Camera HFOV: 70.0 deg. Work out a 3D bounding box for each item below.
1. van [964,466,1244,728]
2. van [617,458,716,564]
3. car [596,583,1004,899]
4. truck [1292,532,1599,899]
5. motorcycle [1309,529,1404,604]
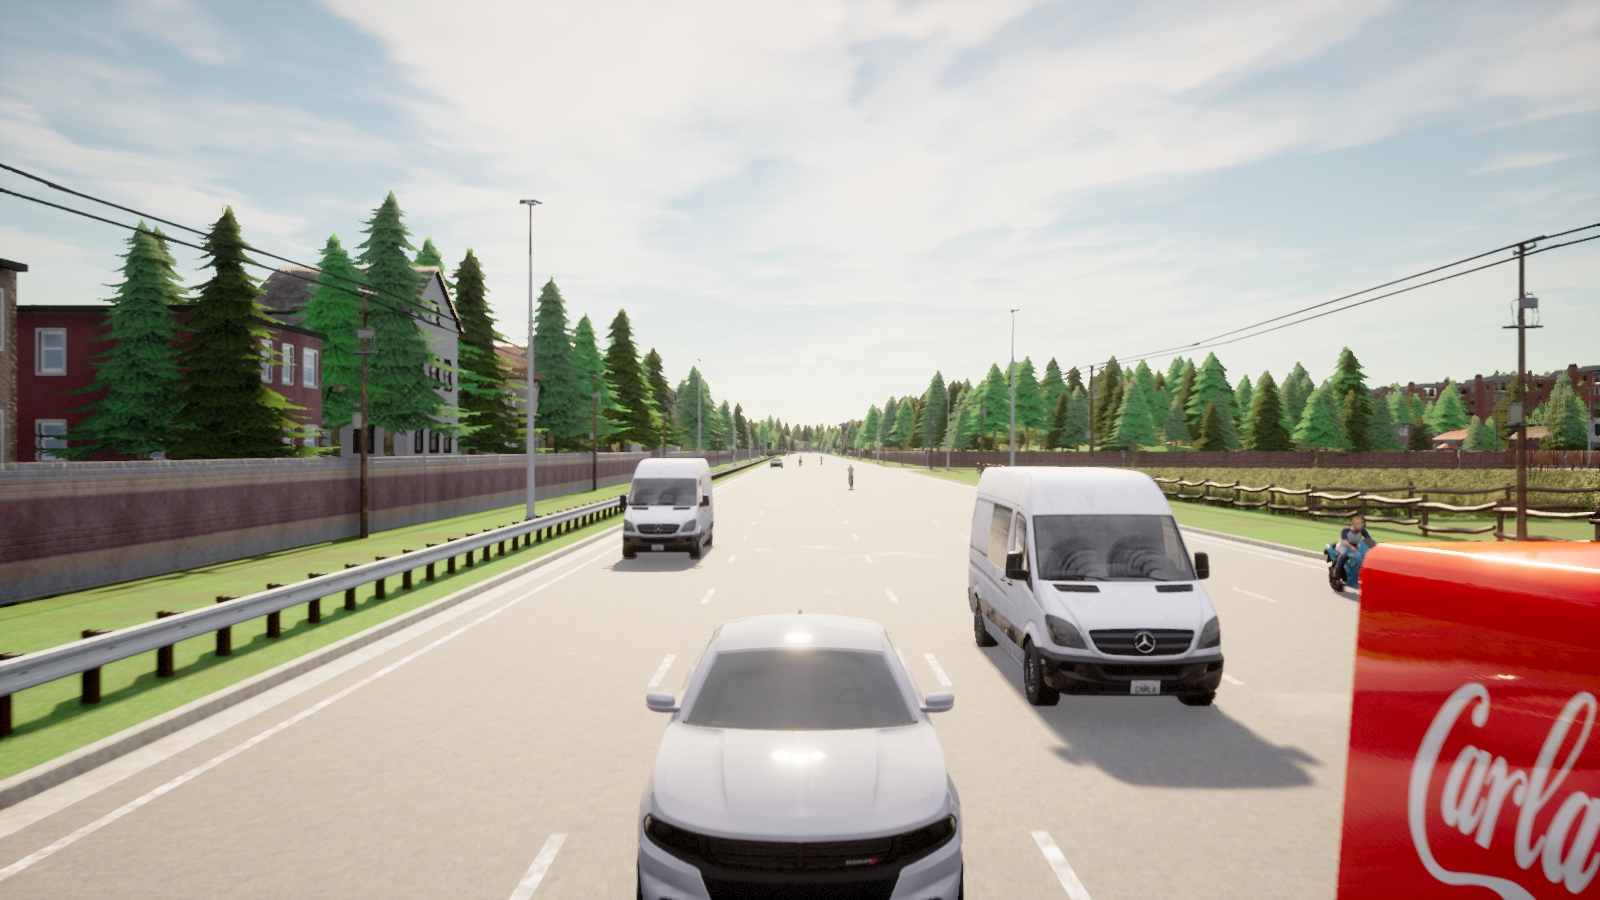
[{"bbox_3d":[3.497,1.527,14.523,1.988,2.561,5.915,0,0,0],"label":"van"},{"bbox_3d":[-3.500,1.520,31.006,1.988,2.561,5.915,0,0,0],"label":"van"},{"bbox_3d":[0.001,2.030,8.373,2.097,1.535,5.006,0,0,0],"label":"car"},{"bbox_3d":[3.558,1.577,2.644,2.627,2.467,5.204,0,-1,1],"label":"truck"},{"bbox_3d":[10.496,2.175,21.628,0.803,1.199,2.033,0,0,0],"label":"motorcycle"}]
